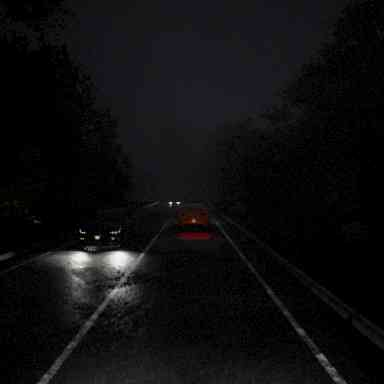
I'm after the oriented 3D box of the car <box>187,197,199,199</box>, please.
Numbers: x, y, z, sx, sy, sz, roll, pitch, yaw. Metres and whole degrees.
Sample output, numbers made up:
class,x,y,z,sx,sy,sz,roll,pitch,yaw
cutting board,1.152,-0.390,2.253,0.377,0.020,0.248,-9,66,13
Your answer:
class,x,y,z,sx,sy,sz,roll,pitch,yaw
car,0.096,1.351,39.822,1.882,1.535,5.008,0,0,0

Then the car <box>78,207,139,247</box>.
class,x,y,z,sx,sy,sz,roll,pitch,yaw
car,-3.602,1.477,15.069,1.837,1.490,4.892,0,0,0

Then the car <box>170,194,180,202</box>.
class,x,y,z,sx,sy,sz,roll,pitch,yaw
car,-3.498,1.270,68.851,1.837,1.490,4.892,0,0,0

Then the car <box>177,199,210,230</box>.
class,x,y,z,sx,sy,sz,roll,pitch,yaw
car,0.097,1.428,20.885,1.882,1.535,5.008,0,0,0
